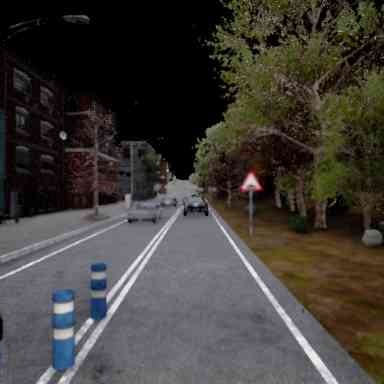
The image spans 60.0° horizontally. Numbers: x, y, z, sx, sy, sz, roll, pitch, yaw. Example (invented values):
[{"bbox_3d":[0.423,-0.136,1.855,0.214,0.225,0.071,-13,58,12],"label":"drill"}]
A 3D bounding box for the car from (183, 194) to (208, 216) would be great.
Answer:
[{"bbox_3d":[0.348,1.092,29.576,2.097,1.767,4.553,0,1,1],"label":"car"}]

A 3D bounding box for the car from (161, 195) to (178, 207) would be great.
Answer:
[{"bbox_3d":[-2.855,1.132,42.261,2.128,1.511,4.902,0,1,1],"label":"car"}]

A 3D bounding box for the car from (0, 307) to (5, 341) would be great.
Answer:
[{"bbox_3d":[-3.657,1.543,2.805,1.994,1.385,4.181,0,0,6],"label":"car"}]

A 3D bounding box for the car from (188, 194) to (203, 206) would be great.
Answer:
[{"bbox_3d":[0.533,1.052,48.181,2.033,1.411,5.357,0,2,1],"label":"car"}]

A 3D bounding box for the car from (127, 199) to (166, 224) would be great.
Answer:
[{"bbox_3d":[-3.183,1.402,22.951,1.895,1.301,4.718,0,1,1],"label":"car"}]
